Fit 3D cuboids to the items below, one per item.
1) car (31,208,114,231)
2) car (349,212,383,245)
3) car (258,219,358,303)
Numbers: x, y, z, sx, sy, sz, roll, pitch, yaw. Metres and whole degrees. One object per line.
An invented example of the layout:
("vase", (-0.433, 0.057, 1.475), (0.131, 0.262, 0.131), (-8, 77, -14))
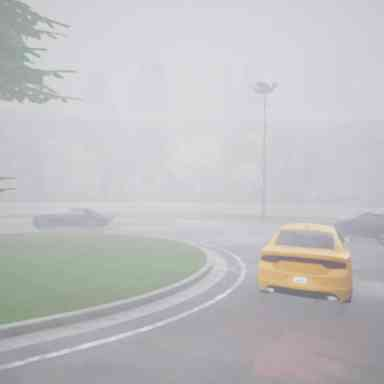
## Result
("car", (-7.421, 1.686, 20.851), (4.718, 1.301, 1.895), (1, -1, -3))
("car", (9.262, 1.743, 16.841), (1.812, 1.442, 4.674), (1, -1, -18))
("car", (3.028, 1.572, 8.682), (1.882, 1.535, 5.008), (1, 0, 23))
